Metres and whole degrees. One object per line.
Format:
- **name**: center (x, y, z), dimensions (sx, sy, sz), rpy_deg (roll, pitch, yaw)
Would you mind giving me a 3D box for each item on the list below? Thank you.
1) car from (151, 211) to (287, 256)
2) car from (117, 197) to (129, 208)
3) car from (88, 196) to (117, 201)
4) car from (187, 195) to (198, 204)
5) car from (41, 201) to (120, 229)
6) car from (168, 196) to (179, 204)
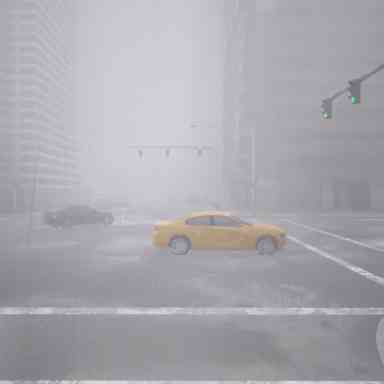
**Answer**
- **car**: center (0.997, 1.477, 12.514), dimensions (5.008, 1.535, 1.882), rpy_deg (0, 0, 0)
- **car**: center (-10.620, 1.526, 49.635), dimensions (1.812, 1.442, 4.674), rpy_deg (0, 0, 0)
- **car**: center (-10.624, 1.505, 39.376), dimensions (1.837, 1.490, 4.892), rpy_deg (0, 0, 0)
- **car**: center (0.063, 1.352, 63.504), dimensions (2.097, 1.767, 4.553), rpy_deg (0, 0, 0)
- **car**: center (-7.282, 1.526, 21.533), dimensions (1.812, 1.442, 4.674), rpy_deg (1, 1, 41)
- **car**: center (-3.540, 1.491, 63.175), dimensions (2.128, 1.511, 4.902), rpy_deg (0, 0, 0)
